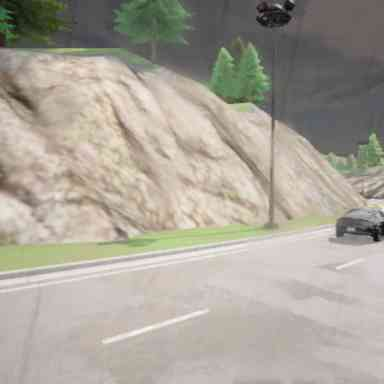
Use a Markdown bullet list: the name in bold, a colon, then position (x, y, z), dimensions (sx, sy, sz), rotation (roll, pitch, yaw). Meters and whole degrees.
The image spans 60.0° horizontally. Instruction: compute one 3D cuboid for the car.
- **car**: position (8.604, 1.497, 16.357), dimensions (1.812, 1.442, 4.674), rotation (2, 1, 43)
